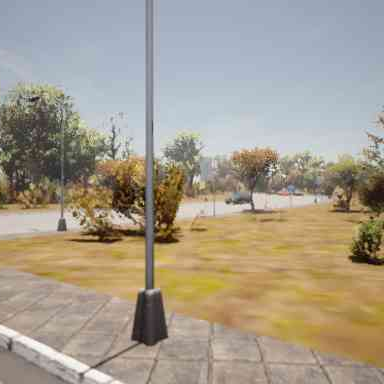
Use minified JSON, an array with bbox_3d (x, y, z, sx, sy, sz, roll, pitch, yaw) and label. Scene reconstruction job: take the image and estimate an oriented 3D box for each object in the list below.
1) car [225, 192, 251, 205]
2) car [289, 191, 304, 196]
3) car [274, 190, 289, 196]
[{"bbox_3d":[7.453,1.042,53.337,2.150,2.045,5.566,0,1,37],"label":"car"},{"bbox_3d":[28.323,0.476,89.242,1.895,1.301,4.718,0,1,1],"label":"car"},{"bbox_3d":[24.839,0.208,90.882,2.097,1.767,4.553,0,1,-4],"label":"car"}]
